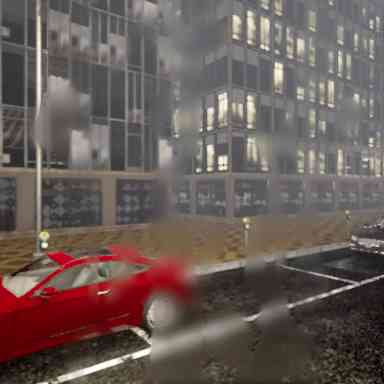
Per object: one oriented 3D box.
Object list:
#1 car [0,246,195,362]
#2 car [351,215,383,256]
[{"bbox_3d":[-1.893,1.574,5.205,4.206,1.307,1.802,0,1,-36],"label":"car"},{"bbox_3d":[7.375,1.471,11.818,4.403,1.369,2.008,0,1,-36],"label":"car"}]
